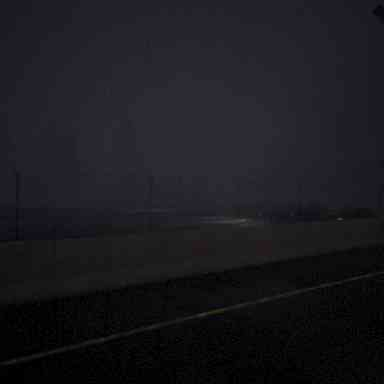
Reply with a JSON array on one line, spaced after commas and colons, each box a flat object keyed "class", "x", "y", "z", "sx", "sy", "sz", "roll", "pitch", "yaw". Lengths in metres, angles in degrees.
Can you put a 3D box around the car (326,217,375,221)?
[{"class": "car", "x": 10.954, "y": 1.714, "z": 23.088, "sx": 4.674, "sy": 1.442, "sz": 1.812, "roll": 1, "pitch": 0, "yaw": -29}]
